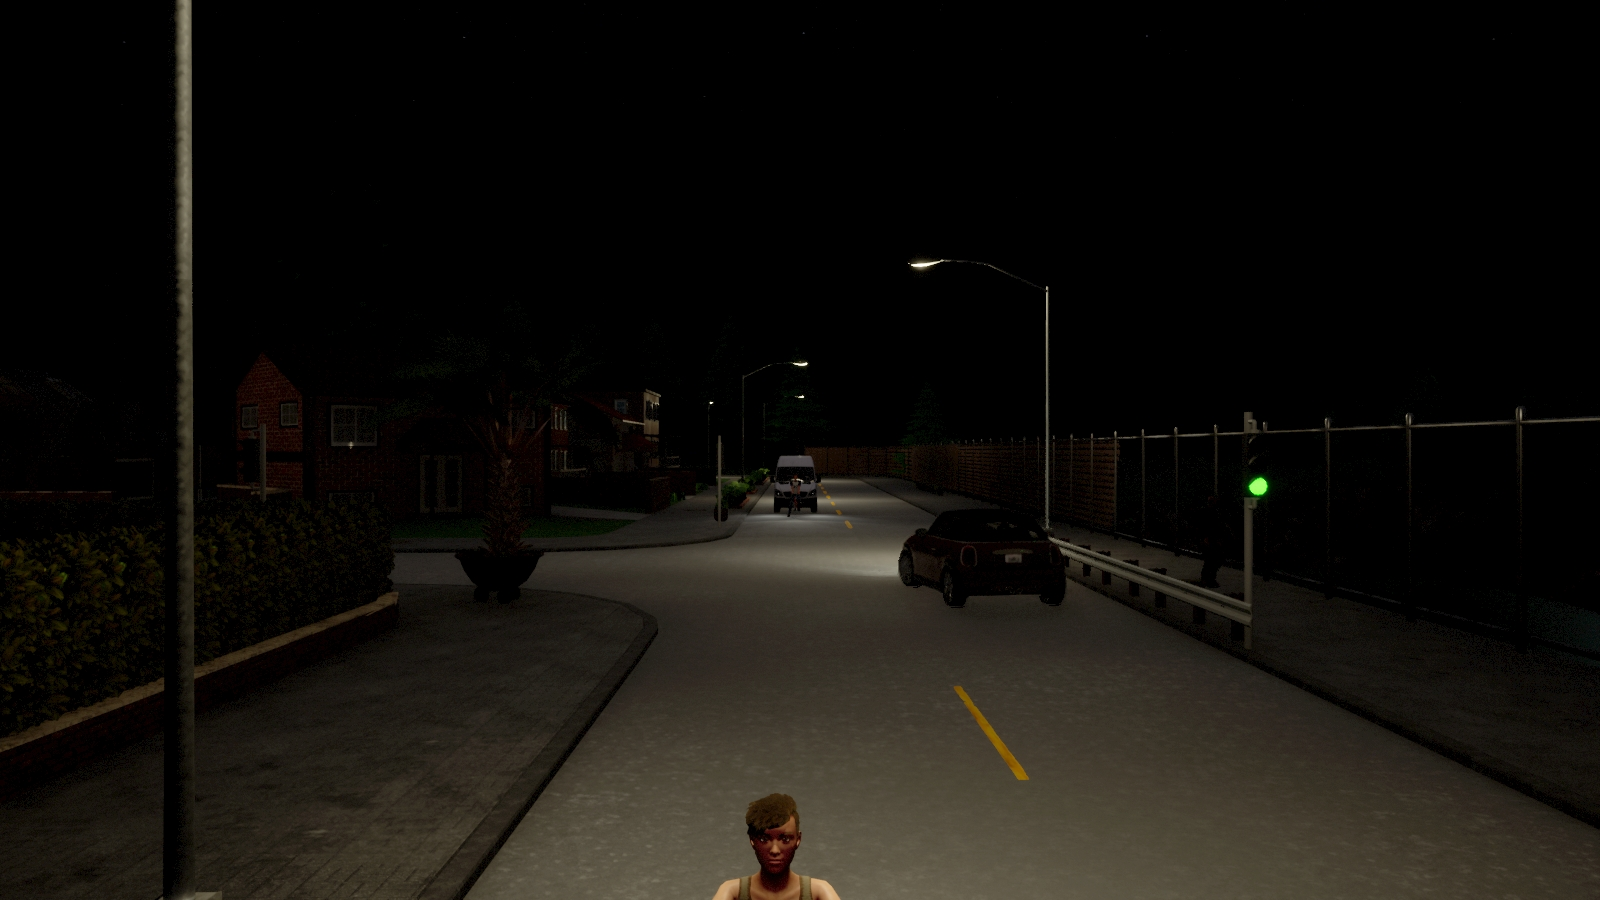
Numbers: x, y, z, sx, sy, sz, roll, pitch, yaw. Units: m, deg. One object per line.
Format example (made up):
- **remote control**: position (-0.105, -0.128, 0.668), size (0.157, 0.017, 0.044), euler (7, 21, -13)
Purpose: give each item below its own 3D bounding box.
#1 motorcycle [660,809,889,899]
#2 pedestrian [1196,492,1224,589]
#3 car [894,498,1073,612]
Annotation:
- **motorcycle**: position (-0.084, 2.157, 3.590), size (0.764, 1.307, 2.356), euler (0, 0, -1)
- **pedestrian**: position (7.981, 1.753, 22.243), size (0.375, 1.860, 0.375), euler (0, 0, -43)
- **car**: position (3.394, 1.914, 22.126), size (2.097, 1.767, 4.553), euler (0, 0, -9)
